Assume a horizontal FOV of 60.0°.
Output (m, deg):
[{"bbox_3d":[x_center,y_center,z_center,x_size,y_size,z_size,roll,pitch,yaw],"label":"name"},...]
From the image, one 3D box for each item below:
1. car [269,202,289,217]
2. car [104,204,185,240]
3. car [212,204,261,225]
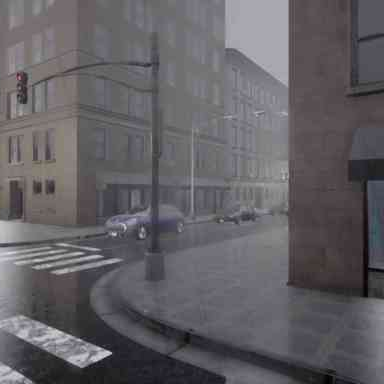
[{"bbox_3d":[9.842,1.742,34.757,2.033,1.411,5.357,0,0,36],"label":"car"},{"bbox_3d":[-2.384,1.431,17.574,2.097,1.767,4.553,0,0,35],"label":"car"},{"bbox_3d":[3.653,1.684,26.074,2.033,1.411,5.357,0,0,35],"label":"car"}]
